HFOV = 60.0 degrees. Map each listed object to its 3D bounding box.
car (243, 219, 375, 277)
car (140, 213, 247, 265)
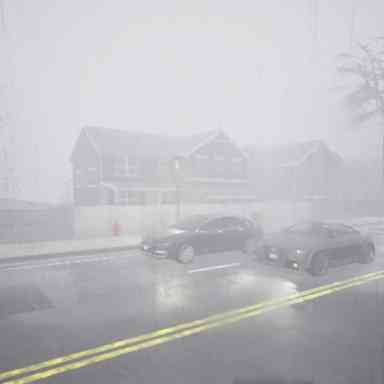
[{"bbox_3d":[3.903,1.617,10.454,4.181,1.385,1.994,0,0,-35],"label":"car"},{"bbox_3d":[0.501,1.548,12.019,4.892,1.490,1.837,0,0,-35],"label":"car"}]
